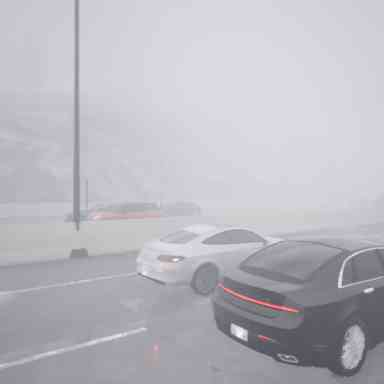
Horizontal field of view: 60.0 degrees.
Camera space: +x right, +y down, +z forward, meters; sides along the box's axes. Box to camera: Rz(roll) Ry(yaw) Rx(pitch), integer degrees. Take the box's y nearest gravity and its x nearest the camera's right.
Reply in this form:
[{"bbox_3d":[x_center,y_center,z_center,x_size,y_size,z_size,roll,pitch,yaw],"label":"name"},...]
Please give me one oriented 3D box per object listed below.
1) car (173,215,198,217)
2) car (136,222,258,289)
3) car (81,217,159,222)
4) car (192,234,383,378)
[{"bbox_3d":[-1.354,1.504,28.821,4.892,1.490,1.837,0,0,-35],"label":"car"},{"bbox_3d":[0.847,1.526,8.650,4.674,1.442,1.812,0,0,-36],"label":"car"},{"bbox_3d":[-3.746,1.352,18.516,4.553,1.767,2.097,0,0,-35],"label":"car"},{"bbox_3d":[2.563,1.505,5.574,4.892,1.490,1.837,0,0,-36],"label":"car"}]
